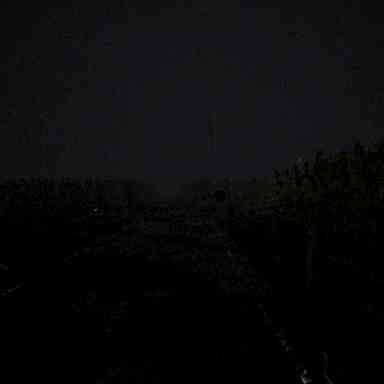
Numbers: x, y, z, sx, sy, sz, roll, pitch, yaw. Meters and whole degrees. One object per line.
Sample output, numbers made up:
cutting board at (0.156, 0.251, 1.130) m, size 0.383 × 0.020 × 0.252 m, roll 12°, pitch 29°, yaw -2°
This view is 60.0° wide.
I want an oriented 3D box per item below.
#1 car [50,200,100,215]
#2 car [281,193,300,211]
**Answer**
car at (-11.798, 1.610, 33.661) m, size 4.892 × 1.490 × 1.837 m, roll 2°, pitch 0°, yaw 0°
car at (11.690, 1.116, 33.617) m, size 5.566 × 2.045 × 2.150 m, roll 0°, pitch 0°, yaw 0°
